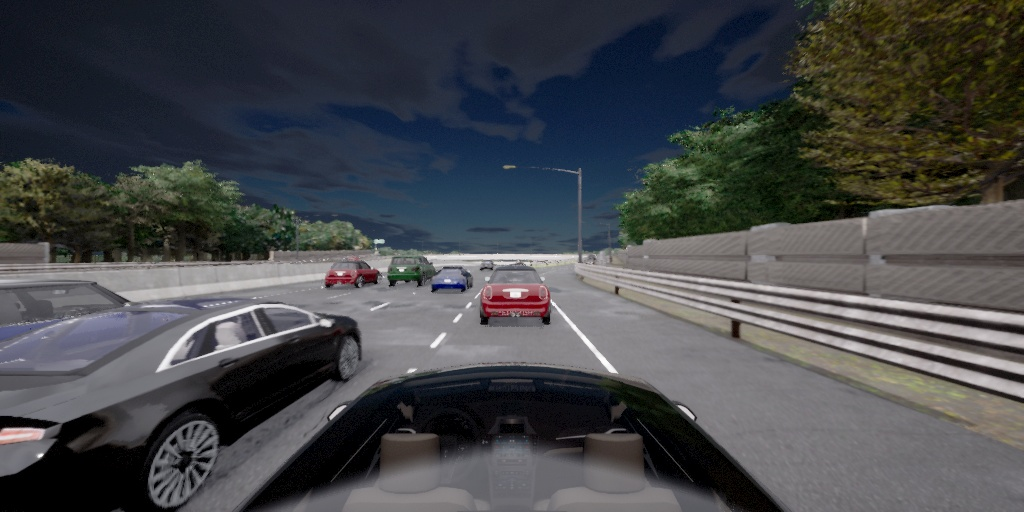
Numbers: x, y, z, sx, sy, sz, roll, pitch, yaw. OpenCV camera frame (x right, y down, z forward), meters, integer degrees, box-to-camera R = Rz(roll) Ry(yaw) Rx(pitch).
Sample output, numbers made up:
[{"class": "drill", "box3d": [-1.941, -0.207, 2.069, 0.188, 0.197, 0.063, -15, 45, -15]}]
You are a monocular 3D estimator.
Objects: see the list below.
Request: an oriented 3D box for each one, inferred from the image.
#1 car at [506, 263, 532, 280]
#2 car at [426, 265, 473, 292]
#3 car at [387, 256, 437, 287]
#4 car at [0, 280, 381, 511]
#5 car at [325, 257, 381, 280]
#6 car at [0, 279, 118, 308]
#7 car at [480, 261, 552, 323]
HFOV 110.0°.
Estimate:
[{"class": "car", "box3d": [0.734, 1.329, 31.745, 1.994, 1.385, 4.181, 0, 0, 5]}, {"class": "car", "box3d": [-3.497, 1.329, 21.466, 1.994, 1.385, 4.181, 0, 0, 0]}, {"class": "car", "box3d": [-6.896, 0.990, 25.073, 2.150, 2.045, 5.566, 0, 0, 0]}, {"class": "car", "box3d": [-3.500, 1.244, 4.259, 2.128, 1.511, 4.902, 0, 0, 0]}, {"class": "car", "box3d": [-10.396, 1.120, 23.818, 2.097, 1.767, 4.553, 0, 0, 0]}, {"class": "car", "box3d": [-6.900, 1.105, 5.167, 2.097, 1.767, 4.553, 0, 0, 0]}, {"class": "car", "box3d": [0.102, 1.110, 12.244, 2.097, 1.767, 4.553, 0, 0, 0]}]
